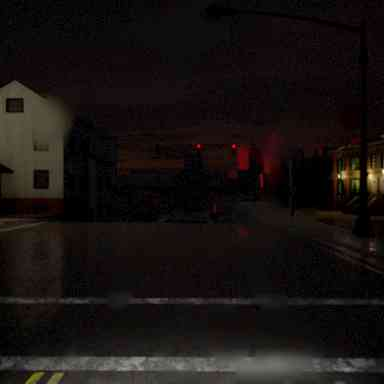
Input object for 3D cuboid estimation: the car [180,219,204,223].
[{"bbox_3d":[-0.025,4.259,38.887,2.033,1.411,5.357,-1,-13,0],"label":"car"}]
